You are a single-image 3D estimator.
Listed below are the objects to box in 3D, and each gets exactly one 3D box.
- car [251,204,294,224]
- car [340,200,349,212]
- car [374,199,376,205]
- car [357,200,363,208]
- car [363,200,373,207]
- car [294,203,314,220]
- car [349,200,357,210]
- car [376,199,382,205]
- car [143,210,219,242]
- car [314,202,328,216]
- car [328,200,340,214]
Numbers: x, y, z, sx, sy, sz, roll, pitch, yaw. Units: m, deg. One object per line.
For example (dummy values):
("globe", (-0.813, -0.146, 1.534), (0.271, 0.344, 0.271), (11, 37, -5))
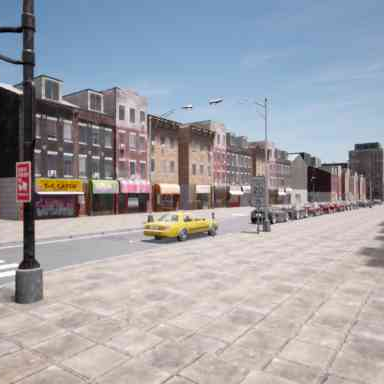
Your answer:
("car", (6.055, 1.713, 25.906), (1.947, 1.339, 4.313), (-1, -1, 35))
("car", (19.079, 1.782, 44.257), (1.967, 1.590, 4.097), (-1, -1, 35))
("car", (35.362, 2.210, 67.191), (1.887, 1.381, 4.507), (-1, -2, 35))
("car", (25.593, 2.011, 53.430), (2.008, 1.369, 4.403), (-1, -1, 35))
("car", (32.107, 2.145, 62.605), (2.008, 1.369, 4.403), (-1, -1, 35))
("car", (9.311, 1.741, 30.494), (2.008, 1.369, 4.403), (-1, -1, 35))
("car", (22.337, 1.950, 48.843), (2.008, 1.369, 4.403), (-1, -1, 35))
("car", (45.131, 2.458, 80.951), (2.008, 1.369, 4.403), (-2, -2, 35))
("car", (-0.360, 1.597, 16.870), (1.752, 1.417, 4.829), (-1, -1, 35))
("car", (12.568, 1.819, 35.080), (1.802, 1.307, 4.206), (-1, -1, 35))
("car", (15.824, 1.833, 39.668), (1.887, 1.381, 4.507), (-1, -1, 35))
